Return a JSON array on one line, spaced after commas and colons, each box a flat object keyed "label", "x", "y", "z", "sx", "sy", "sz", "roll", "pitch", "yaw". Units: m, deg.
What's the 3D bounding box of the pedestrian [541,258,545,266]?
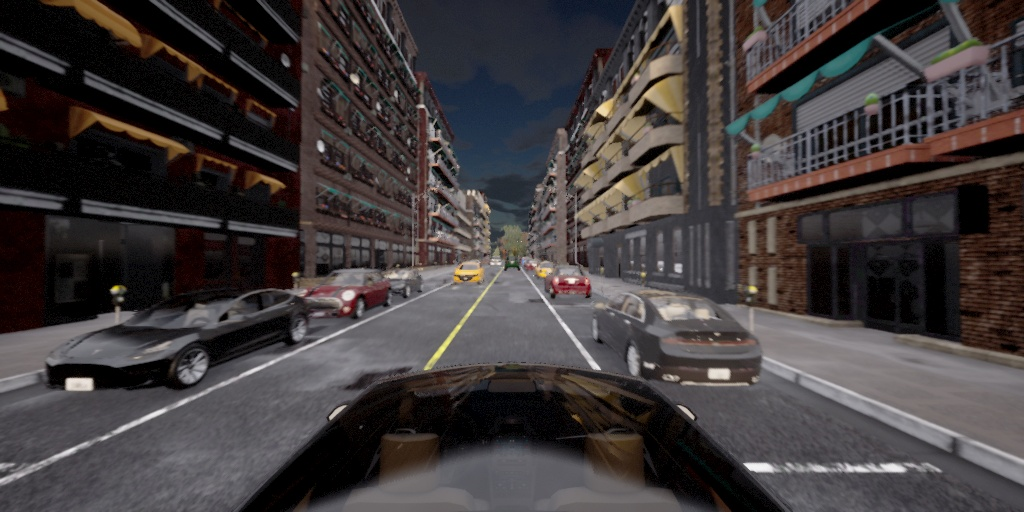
[{"label": "pedestrian", "x": 2.994, "y": 1.055, "z": 34.923, "sx": 0.375, "sy": 1.860, "sz": 0.375, "roll": 1, "pitch": -1, "yaw": -3}]

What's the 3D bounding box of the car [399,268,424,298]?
[{"label": "car", "x": -5.689, "y": 1.305, "z": 18.216, "sx": 2.007, "sy": 1.370, "sz": 4.403, "roll": 0, "pitch": 0, "yaw": 0}]

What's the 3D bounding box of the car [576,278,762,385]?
[{"label": "car", "x": 2.692, "y": 1.302, "z": 6.852, "sx": 2.007, "sy": 1.370, "sz": 4.403, "roll": 0, "pitch": 0, "yaw": 0}]

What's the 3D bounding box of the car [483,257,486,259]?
[{"label": "car", "x": -5.686, "y": 1.296, "z": 57.678, "sx": 1.751, "sy": 1.417, "sz": 4.829, "roll": 0, "pitch": 0, "yaw": 0}]

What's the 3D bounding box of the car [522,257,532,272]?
[{"label": "car", "x": 2.694, "y": 1.206, "z": 46.484, "sx": 1.967, "sy": 1.591, "sz": 4.097, "roll": 0, "pitch": 0, "yaw": 0}]

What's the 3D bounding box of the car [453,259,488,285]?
[{"label": "car", "x": -3.087, "y": 1.235, "z": 26.424, "sx": 1.882, "sy": 1.535, "sz": 5.008, "roll": 0, "pitch": 0, "yaw": 0}]

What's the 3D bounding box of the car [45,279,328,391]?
[{"label": "car", "x": -5.689, "y": 1.317, "z": 6.893, "sx": 1.948, "sy": 1.339, "sz": 4.313, "roll": 0, "pitch": 0, "yaw": 0}]

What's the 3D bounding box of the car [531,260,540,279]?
[{"label": "car", "x": 3.002, "y": 1.216, "z": 31.916, "sx": 1.801, "sy": 1.575, "sz": 5.366, "roll": 0, "pitch": 0, "yaw": 0}]

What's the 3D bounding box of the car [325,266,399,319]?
[{"label": "car", "x": -5.689, "y": 1.192, "z": 12.555, "sx": 1.967, "sy": 1.591, "sz": 4.097, "roll": 0, "pitch": 0, "yaw": 0}]

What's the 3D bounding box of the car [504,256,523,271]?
[{"label": "car", "x": 0.046, "y": 0.992, "z": 50.463, "sx": 2.150, "sy": 2.045, "sz": 5.566, "roll": 0, "pitch": 0, "yaw": 1}]

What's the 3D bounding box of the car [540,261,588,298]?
[{"label": "car", "x": 2.692, "y": 1.194, "z": 18.175, "sx": 1.967, "sy": 1.591, "sz": 4.097, "roll": 0, "pitch": 0, "yaw": 0}]
